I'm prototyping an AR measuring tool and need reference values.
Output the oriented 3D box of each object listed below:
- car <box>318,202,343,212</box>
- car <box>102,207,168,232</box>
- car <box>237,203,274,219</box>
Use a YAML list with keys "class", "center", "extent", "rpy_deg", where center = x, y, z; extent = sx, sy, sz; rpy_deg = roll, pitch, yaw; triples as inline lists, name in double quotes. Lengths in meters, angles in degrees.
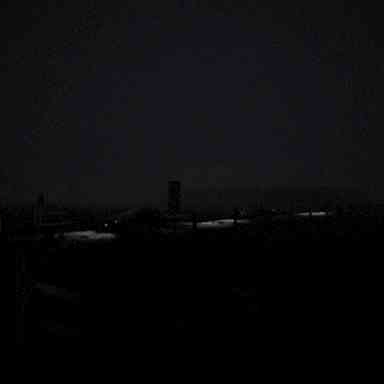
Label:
- class: "car"
  center: [19.746, 2.150, 47.421]
  extent: [1.895, 1.301, 4.718]
  rpy_deg: [0, -1, 42]
- class: "car"
  center: [-3.611, 1.740, 21.810]
  extent: [1.812, 1.442, 4.674]
  rpy_deg: [0, -1, 42]
- class: "car"
  center: [6.224, 1.841, 32.649]
  extent: [2.128, 1.511, 4.902]
  rpy_deg: [0, -1, 42]
